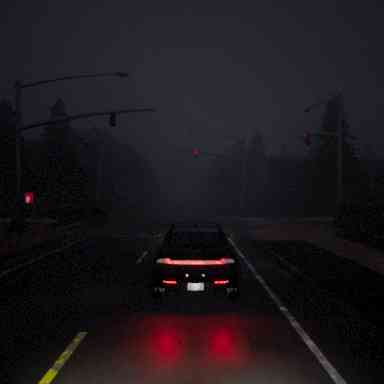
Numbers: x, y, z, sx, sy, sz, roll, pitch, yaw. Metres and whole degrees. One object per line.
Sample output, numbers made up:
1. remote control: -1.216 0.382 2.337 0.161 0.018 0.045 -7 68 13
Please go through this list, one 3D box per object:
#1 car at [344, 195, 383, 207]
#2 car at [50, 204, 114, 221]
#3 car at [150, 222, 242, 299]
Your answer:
1. car: 15.890 1.251 28.966 5.566 2.045 2.150 0 0 -8
2. car: -8.898 1.658 27.089 4.718 1.301 1.895 0 0 -3
3. car: 0.086 1.506 8.449 2.128 1.511 4.902 0 0 0
